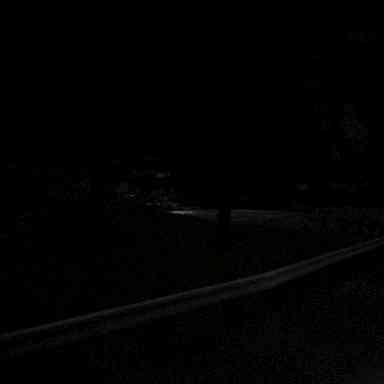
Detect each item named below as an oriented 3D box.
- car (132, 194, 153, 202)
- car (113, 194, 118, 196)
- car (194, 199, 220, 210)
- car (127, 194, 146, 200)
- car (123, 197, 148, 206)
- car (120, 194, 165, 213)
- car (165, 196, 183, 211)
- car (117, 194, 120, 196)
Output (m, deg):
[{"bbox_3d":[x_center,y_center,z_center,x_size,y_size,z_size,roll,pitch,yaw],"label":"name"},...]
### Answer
[{"bbox_3d":[-11.164,1.352,75.186,4.892,1.490,1.837,1,1,40],"label":"car"},{"bbox_3d":[-16.878,0.888,84.601,5.566,2.045,2.150,1,1,40],"label":"car"},{"bbox_3d":[2.599,1.656,45.114,4.718,1.301,1.895,0,0,40],"label":"car"},{"bbox_3d":[-14.600,1.207,87.258,5.357,1.411,2.033,1,1,40],"label":"car"},{"bbox_3d":[-9.429,1.552,55.277,4.181,1.385,1.994,1,0,40],"label":"car"},{"bbox_3d":[-5.782,1.388,38.441,4.553,1.767,2.097,0,0,40],"label":"car"},{"bbox_3d":[-3.216,1.568,40.855,4.674,1.442,1.812,0,0,40],"label":"car"},{"bbox_3d":[-13.738,1.398,72.779,4.181,1.385,1.994,1,1,40],"label":"car"}]
